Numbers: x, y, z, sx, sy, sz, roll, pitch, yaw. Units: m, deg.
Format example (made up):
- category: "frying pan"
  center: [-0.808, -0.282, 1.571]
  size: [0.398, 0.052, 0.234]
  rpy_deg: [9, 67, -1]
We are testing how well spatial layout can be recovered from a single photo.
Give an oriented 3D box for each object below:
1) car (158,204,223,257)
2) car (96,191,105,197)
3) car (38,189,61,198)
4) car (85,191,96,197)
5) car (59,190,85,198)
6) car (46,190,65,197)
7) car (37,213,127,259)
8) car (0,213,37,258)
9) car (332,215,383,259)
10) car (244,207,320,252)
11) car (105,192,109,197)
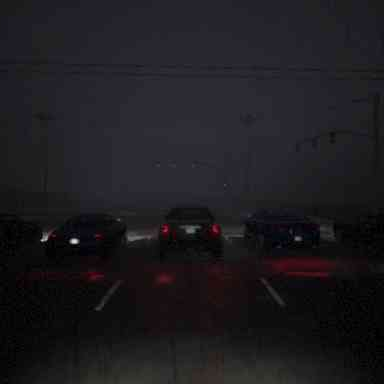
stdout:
- category: "car"
  center: [-0.114, 1.213, 12.502]
  size: [2.097, 1.767, 4.553]
  rpy_deg: [0, 1, -2]
- category: "car"
  center: [-25.792, 0.577, 86.743]
  size: [4.902, 1.511, 2.128]
  rpy_deg: [0, 1, 32]
- category: "car"
  center: [-33.232, 0.360, 79.058]
  size: [5.566, 2.045, 2.150]
  rpy_deg: [0, 1, 32]
- category: "car"
  center: [-27.166, 0.565, 83.465]
  size: [5.008, 1.535, 1.882]
  rpy_deg: [0, 1, 35]
- category: "car"
  center: [-29.038, 0.659, 80.496]
  size: [5.357, 1.411, 2.033]
  rpy_deg: [0, 1, 35]
- category: "car"
  center: [-36.346, 0.324, 88.399]
  size: [4.553, 1.767, 2.097]
  rpy_deg: [0, 1, 21]
- category: "car"
  center: [-3.596, 1.432, 12.003]
  size: [1.994, 1.385, 4.181]
  rpy_deg: [0, 1, -2]
- category: "car"
  center: [-7.098, 1.432, 11.975]
  size: [1.994, 1.385, 4.181]
  rpy_deg: [0, 1, -1]
- category: "car"
  center: [6.915, 1.469, 11.998]
  size: [1.895, 1.301, 4.718]
  rpy_deg: [0, 1, -2]
- category: "car"
  center: [3.361, 1.331, 13.284]
  size: [1.882, 1.535, 5.008]
  rpy_deg: [0, 1, -2]
- category: "car"
  center: [-24.627, 0.492, 90.159]
  size: [5.008, 1.535, 1.882]
  rpy_deg: [0, 1, 32]
